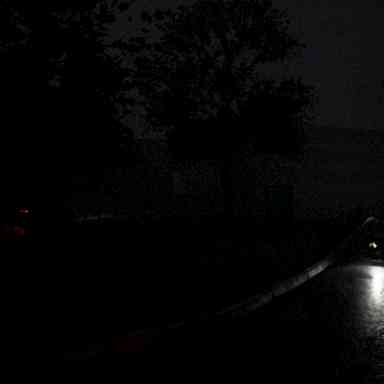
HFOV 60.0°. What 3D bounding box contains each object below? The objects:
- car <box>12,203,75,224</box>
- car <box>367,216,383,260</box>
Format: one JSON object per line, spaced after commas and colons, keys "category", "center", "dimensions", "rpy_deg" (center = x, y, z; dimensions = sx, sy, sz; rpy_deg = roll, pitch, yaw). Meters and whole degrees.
{"category": "car", "center": [-11.214, 1.577, 25.522], "dimensions": [2.128, 1.511, 4.902], "rpy_deg": [0, 0, 24]}
{"category": "car", "center": [7.630, 1.563, 12.141], "dimensions": [2.033, 1.411, 5.357], "rpy_deg": [0, 0, 33]}
